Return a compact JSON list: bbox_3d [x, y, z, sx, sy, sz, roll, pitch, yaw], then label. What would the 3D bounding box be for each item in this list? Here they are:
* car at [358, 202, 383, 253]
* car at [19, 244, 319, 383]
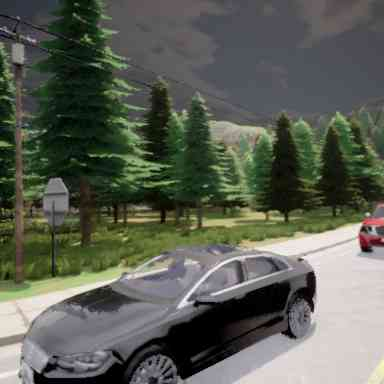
[{"bbox_3d":[8.938,1.436,14.200,2.150,2.045,5.566,-3,-2,42],"label":"car"},{"bbox_3d":[0.100,1.640,5.118,4.902,1.511,2.128,0,-2,-42],"label":"car"}]
